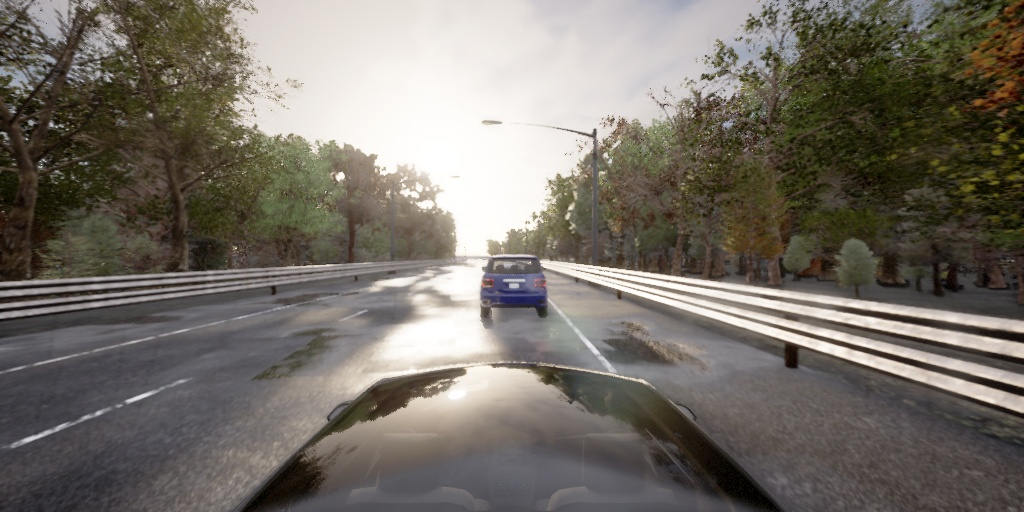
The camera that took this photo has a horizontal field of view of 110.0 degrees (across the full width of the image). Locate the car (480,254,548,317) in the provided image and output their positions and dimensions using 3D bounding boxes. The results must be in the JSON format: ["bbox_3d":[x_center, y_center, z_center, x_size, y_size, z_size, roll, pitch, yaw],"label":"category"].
[{"bbox_3d":[0.044,0.961,13.207,2.150,2.045,5.566,0,0,0],"label":"car"}]
